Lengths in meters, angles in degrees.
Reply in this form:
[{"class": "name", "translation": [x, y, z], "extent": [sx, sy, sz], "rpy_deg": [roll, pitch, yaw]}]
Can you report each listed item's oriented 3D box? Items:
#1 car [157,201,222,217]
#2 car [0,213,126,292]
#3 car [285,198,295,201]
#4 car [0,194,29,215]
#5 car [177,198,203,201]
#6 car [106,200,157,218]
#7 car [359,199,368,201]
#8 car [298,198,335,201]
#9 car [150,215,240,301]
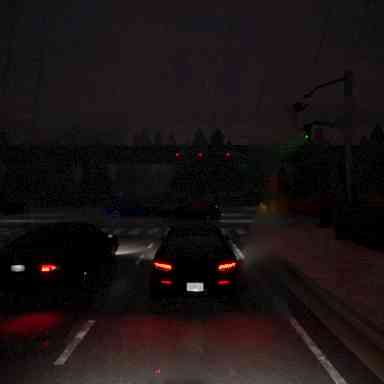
[{"class": "car", "translation": [-0.068, 1.601, 25.735], "extent": [4.718, 1.301, 1.895], "rpy_deg": [0, 0, 0]}, {"class": "car", "translation": [-3.420, 1.547, 9.050], "extent": [2.033, 1.411, 5.357], "rpy_deg": [0, 0, 0]}, {"class": "car", "translation": [14.121, 1.526, 46.855], "extent": [4.674, 1.442, 1.812], "rpy_deg": [0, 0, 2]}, {"class": "car", "translation": [-19.199, 1.221, 32.846], "extent": [5.566, 2.045, 2.150], "rpy_deg": [0, 0, 0]}, {"class": "car", "translation": [0.393, 1.352, 32.733], "extent": [4.553, 1.767, 2.097], "rpy_deg": [0, 0, 0]}, {"class": "car", "translation": [-4.998, 1.477, 29.263], "extent": [5.008, 1.535, 1.882], "rpy_deg": [0, 0, 0]}, {"class": "car", "translation": [23.228, 1.601, 46.813], "extent": [4.718, 1.301, 1.895], "rpy_deg": [0, 0, 0]}, {"class": "car", "translation": [16.920, 1.491, 43.340], "extent": [4.902, 1.511, 2.128], "rpy_deg": [0, 0, 0]}, {"class": "car", "translation": [0.072, 1.526, 8.229], "extent": [1.812, 1.442, 4.674], "rpy_deg": [0, 0, 0]}]
